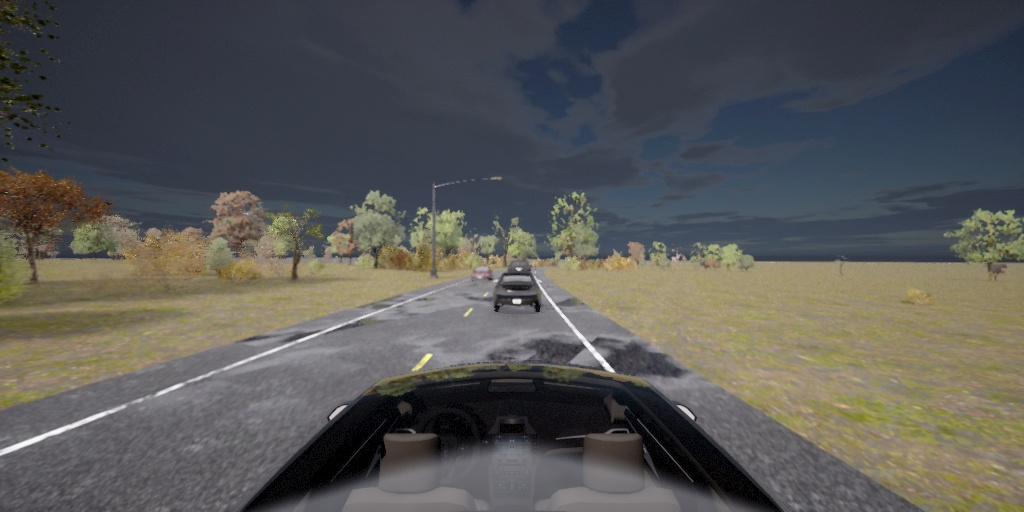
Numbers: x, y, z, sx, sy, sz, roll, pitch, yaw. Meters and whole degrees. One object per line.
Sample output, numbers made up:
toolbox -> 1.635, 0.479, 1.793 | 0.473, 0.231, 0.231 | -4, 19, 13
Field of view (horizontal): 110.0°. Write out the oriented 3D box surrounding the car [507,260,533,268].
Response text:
car -> 0.782, 1.423, 34.295 | 2.150, 2.045, 5.566 | 0, -1, 3

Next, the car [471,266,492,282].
car -> -2.874, 1.742, 35.445 | 1.812, 1.442, 4.674 | 0, -1, 2

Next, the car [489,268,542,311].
car -> 0.228, 1.435, 15.484 | 1.837, 1.490, 4.892 | 0, -1, 1
